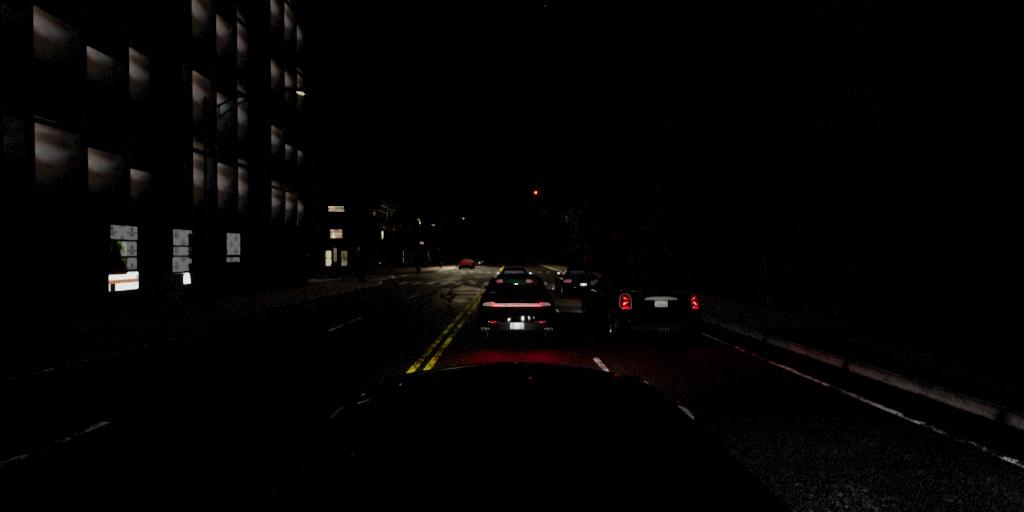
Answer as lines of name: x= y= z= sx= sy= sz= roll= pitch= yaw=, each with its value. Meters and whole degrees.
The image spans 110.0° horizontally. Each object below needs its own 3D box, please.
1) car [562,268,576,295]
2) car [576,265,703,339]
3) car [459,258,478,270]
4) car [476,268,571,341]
car: x=3.363 y=1.307 z=18.792 sx=1.994 sy=1.385 sz=4.181 roll=0 pitch=0 yaw=0
car: x=3.358 y=1.099 z=10.183 sx=2.097 sy=1.767 sz=4.553 roll=0 pitch=0 yaw=0
car: x=-6.588 y=1.209 z=52.306 sx=1.882 sy=1.535 sz=5.008 roll=0 pitch=0 yaw=0
car: x=0.108 y=1.238 z=9.873 sx=2.128 sy=1.511 sz=4.902 roll=0 pitch=0 yaw=0
